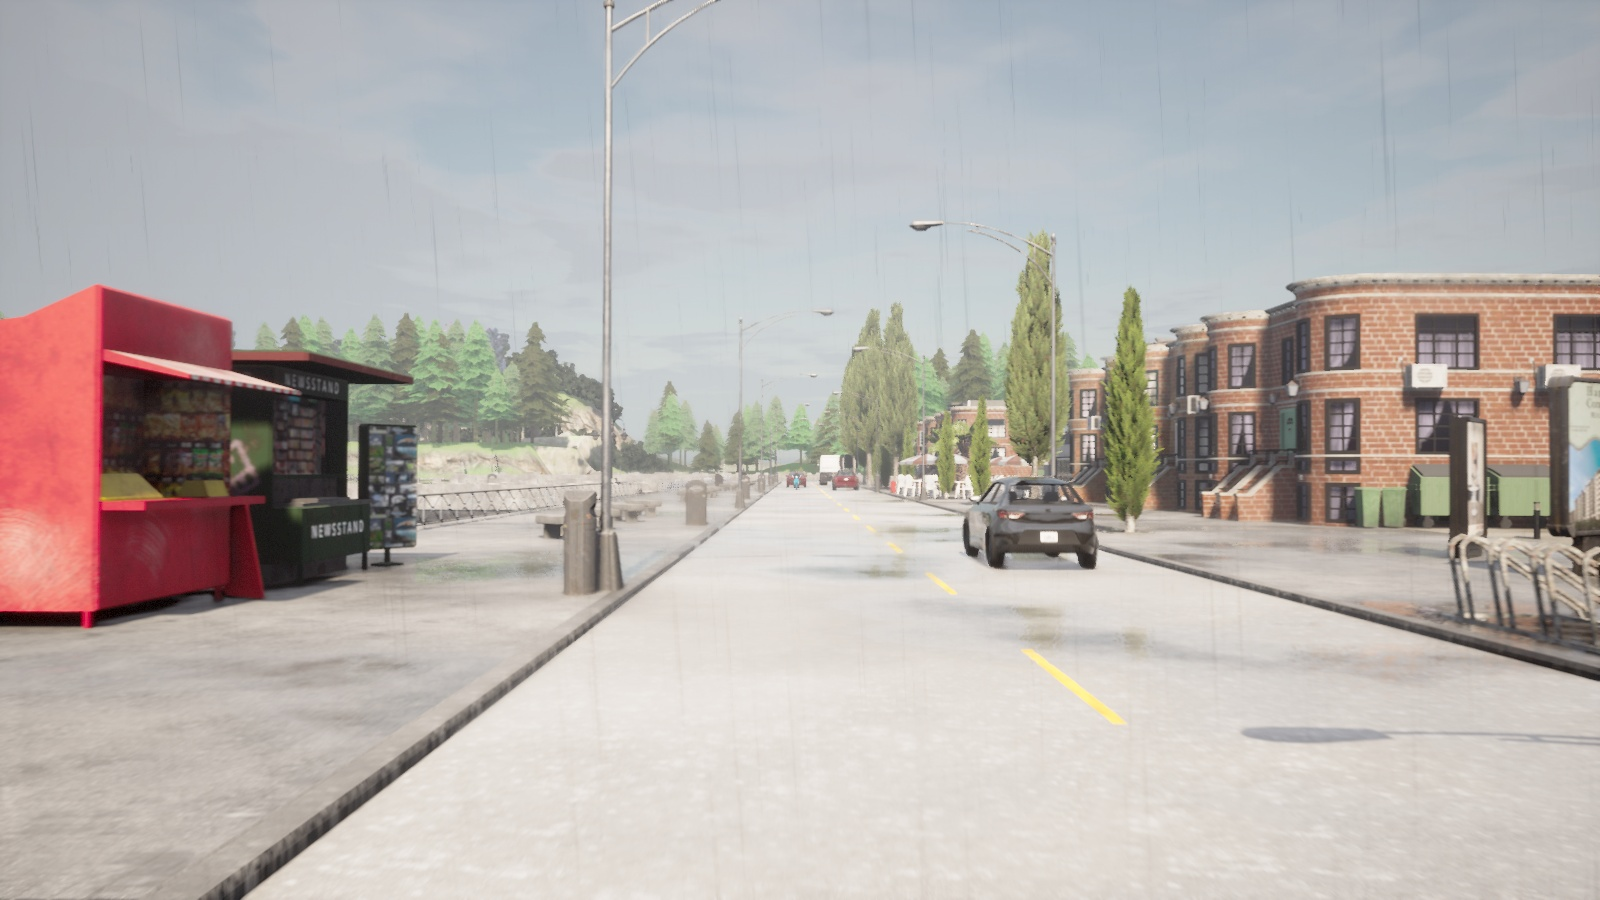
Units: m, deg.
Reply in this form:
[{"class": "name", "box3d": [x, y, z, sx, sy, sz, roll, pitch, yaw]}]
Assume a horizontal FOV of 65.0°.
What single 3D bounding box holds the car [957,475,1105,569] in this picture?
[{"class": "car", "box3d": [3.942, 1.182, 22.076, 1.816, 1.474, 4.193, 0, -1, 0]}]
